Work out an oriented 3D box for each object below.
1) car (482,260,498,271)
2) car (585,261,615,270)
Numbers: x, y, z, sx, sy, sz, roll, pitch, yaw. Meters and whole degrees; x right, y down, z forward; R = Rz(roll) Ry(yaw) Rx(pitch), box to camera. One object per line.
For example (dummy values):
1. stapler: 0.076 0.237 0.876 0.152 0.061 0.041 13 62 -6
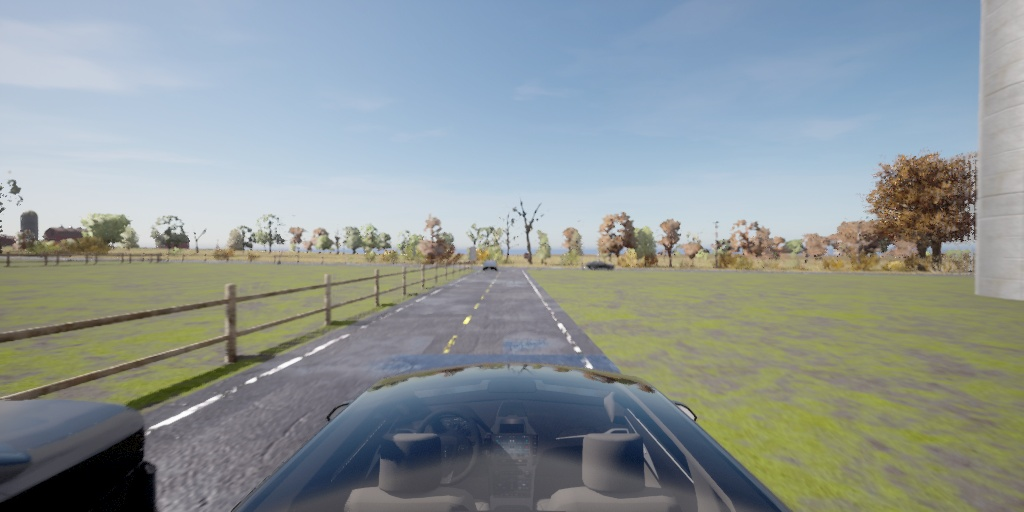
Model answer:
1. car: -2.748 1.206 46.129 2.033 1.411 5.357 0 0 0
2. car: 13.912 1.454 56.852 4.674 1.442 1.812 1 1 0
